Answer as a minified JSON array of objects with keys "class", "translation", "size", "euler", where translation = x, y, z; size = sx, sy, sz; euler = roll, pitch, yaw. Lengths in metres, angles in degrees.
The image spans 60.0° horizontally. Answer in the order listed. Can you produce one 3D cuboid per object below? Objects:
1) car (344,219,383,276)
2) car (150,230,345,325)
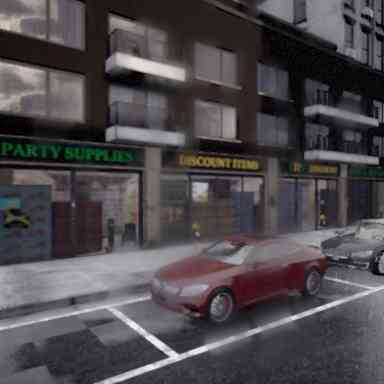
[{"class":"car","translation":[5.652,1.546,10.216],"size":[4.403,1.369,2.008],"euler":[0,0,-35]},{"class":"car","translation":[1.165,1.579,7.017],"size":[4.206,1.307,1.802],"euler":[0,0,-35]}]
